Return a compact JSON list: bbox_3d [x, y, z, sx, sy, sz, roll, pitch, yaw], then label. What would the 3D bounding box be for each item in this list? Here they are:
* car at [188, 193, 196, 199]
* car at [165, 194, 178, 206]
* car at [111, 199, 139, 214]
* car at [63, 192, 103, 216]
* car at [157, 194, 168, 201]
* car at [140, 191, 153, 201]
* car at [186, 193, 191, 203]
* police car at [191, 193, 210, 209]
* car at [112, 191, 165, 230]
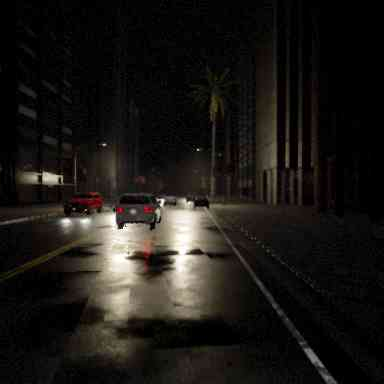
[{"bbox_3d":[0.012,1.002,83.808,2.033,1.411,5.357,0,0,0],"label":"car"},{"bbox_3d":[-3.144,1.292,48.620,2.033,1.411,5.357,0,0,0],"label":"car"},{"bbox_3d":[-6.590,1.421,33.155,1.895,1.301,4.718,0,0,0],"label":"car"},{"bbox_3d":[-9.841,1.055,30.513,2.150,2.045,5.566,0,0,0],"label":"car"},{"bbox_3d":[-6.489,1.129,73.901,2.128,1.511,4.902,0,0,0],"label":"car"},{"bbox_3d":[-9.741,0.736,71.975,2.150,2.045,5.566,0,0,0],"label":"car"},{"bbox_3d":[0.009,1.050,59.201,2.097,1.767,4.553,0,0,0],"label":"car"},{"bbox_3d":[1.143,1.206,41.147,1.930,1.638,5.238,0,0,0],"label":"police car"},{"bbox_3d":[-3.148,1.107,20.499,2.150,2.045,5.566,0,0,0],"label":"car"}]
